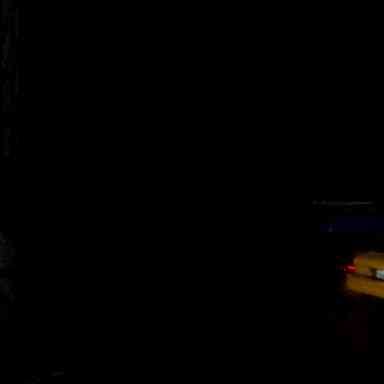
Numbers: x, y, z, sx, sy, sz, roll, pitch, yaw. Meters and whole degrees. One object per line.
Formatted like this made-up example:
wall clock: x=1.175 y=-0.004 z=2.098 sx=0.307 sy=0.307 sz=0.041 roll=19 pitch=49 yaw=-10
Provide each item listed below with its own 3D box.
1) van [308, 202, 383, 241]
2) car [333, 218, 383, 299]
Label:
van: x=7.074 y=1.342 z=15.444 sx=3.998 sy=1.788 sz=1.690 roll=0 pitch=0 yaw=-36
car: x=5.527 y=1.456 z=7.375 sx=5.366 sy=1.575 sz=1.801 roll=0 pitch=0 yaw=-35
